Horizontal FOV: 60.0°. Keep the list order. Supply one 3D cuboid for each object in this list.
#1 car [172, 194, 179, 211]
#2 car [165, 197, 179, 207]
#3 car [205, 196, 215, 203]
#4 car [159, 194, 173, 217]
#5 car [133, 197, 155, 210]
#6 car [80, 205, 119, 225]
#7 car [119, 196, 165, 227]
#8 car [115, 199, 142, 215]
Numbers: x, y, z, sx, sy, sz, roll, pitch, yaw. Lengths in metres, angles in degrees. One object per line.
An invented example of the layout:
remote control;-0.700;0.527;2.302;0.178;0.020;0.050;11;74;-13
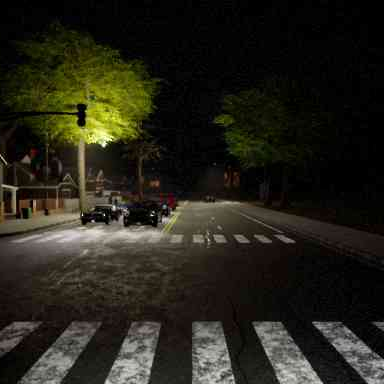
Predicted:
car;-3.148;1.215;41.223;2.150;2.045;5.566;0;0;0
car;-3.062;1.500;51.662;1.837;1.490;4.892;0;0;1
car;3.669;1.505;67.644;1.837;1.490;4.892;0;0;1
car;-3.197;1.344;31.389;2.097;1.767;4.553;0;0;0
car;-6.374;1.486;44.640;2.128;1.511;4.902;0;0;1
car;-6.482;1.594;24.028;1.895;1.301;4.718;0;0;0
car;-3.240;1.345;22.531;2.097;1.767;4.553;0;0;0
car;-6.422;1.518;34.200;1.812;1.442;4.674;0;0;0
